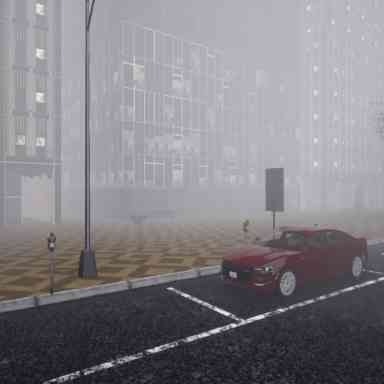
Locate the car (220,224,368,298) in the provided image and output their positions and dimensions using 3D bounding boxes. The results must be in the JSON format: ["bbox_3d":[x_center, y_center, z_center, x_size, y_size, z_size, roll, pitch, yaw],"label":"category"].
[{"bbox_3d":[2.719,1.545,8.501,4.507,1.381,1.887,0,0,-36],"label":"car"}]
